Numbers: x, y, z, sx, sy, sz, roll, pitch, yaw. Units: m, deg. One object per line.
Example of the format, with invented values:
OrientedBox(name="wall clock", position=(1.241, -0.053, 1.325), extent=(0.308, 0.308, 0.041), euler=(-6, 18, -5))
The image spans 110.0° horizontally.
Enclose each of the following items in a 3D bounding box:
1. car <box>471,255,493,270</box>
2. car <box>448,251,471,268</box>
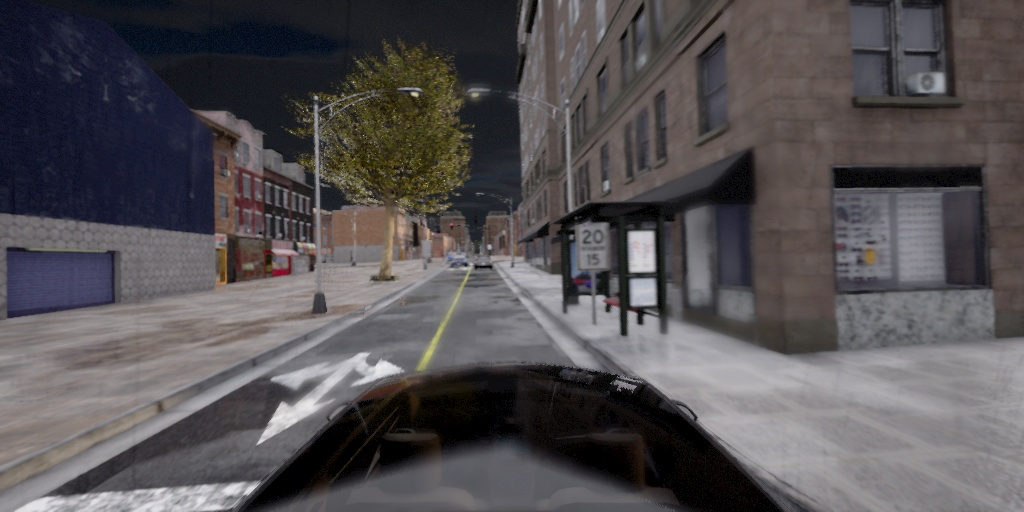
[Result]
OrientedBox(name="car", position=(-3.066, 0.686, 38.673), extent=(1.994, 1.385, 4.181), euler=(-1, 2, -4))
OrientedBox(name="car", position=(-6.270, 0.547, 43.088), extent=(1.812, 1.442, 4.674), euler=(-1, 2, -5))
